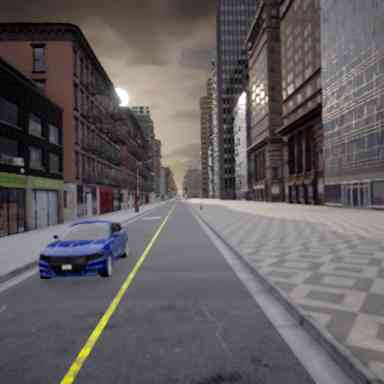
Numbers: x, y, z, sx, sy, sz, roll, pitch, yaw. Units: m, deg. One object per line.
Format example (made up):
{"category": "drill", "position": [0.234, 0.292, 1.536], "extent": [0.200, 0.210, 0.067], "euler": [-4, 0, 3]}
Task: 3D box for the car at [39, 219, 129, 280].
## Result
{"category": "car", "position": [-3.303, 1.688, 11.011], "extent": [1.882, 1.535, 5.008], "euler": [-1, -1, -2]}
